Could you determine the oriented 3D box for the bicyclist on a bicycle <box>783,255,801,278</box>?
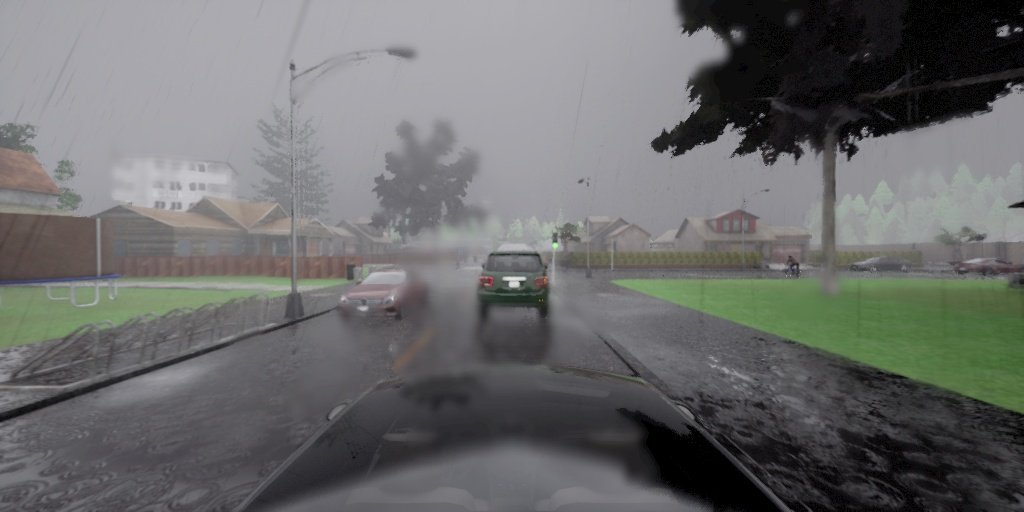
[{"bbox_3d":[20.383,0.781,26.126,0.582,1.620,1.656,0,0,0],"label":"bicyclist on a bicycle"}]

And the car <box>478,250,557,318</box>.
[{"bbox_3d":[0.096,0.830,12.465,2.150,2.045,5.566,0,1,1],"label":"car"}]

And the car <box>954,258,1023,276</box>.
[{"bbox_3d":[40.409,0.904,30.312,4.674,1.442,1.812,0,1,0],"label":"car"}]

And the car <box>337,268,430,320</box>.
[{"bbox_3d":[-4.030,1.140,12.077,1.812,1.442,4.674,0,1,0],"label":"car"}]

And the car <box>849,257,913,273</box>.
[{"bbox_3d":[35.310,0.831,34.383,4.892,1.490,1.837,0,1,1],"label":"car"}]
